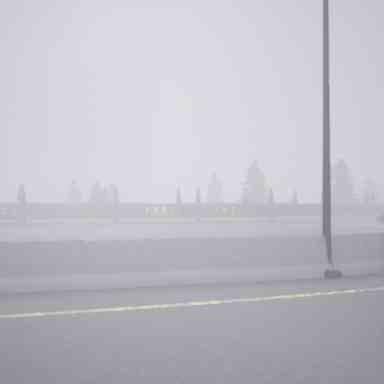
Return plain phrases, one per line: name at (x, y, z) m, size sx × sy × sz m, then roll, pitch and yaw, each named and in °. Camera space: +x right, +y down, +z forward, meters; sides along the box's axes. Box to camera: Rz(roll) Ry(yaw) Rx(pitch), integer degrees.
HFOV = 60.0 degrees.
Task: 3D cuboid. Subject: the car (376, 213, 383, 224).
car at (17.095, 1.864, 26.434) m, size 5.357 × 1.411 × 2.033 m, roll 1°, pitch -1°, yaw -27°
